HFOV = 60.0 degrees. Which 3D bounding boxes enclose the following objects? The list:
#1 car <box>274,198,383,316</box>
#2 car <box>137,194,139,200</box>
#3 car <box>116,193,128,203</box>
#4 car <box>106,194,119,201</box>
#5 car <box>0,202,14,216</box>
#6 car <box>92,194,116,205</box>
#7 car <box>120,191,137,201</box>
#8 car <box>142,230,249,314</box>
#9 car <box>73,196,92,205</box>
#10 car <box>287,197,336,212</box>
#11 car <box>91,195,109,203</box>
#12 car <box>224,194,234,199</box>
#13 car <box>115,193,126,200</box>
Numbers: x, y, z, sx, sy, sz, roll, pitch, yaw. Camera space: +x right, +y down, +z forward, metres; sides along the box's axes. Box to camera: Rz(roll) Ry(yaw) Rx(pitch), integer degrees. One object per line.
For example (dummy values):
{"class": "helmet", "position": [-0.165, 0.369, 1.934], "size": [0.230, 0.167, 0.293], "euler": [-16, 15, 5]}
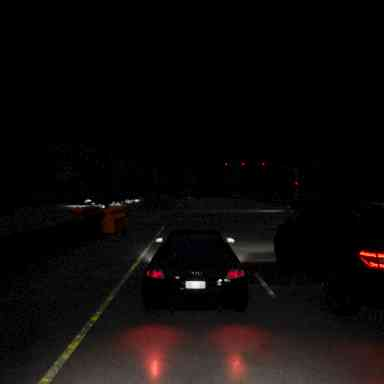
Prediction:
{"class": "car", "position": [3.591, 1.221, 7.652], "size": [2.150, 2.045, 5.566], "euler": [0, 0, -2]}
{"class": "car", "position": [-14.493, 1.295, 84.000], "size": [1.895, 1.301, 4.718], "euler": [0, 0, -3]}
{"class": "car", "position": [-14.344, 1.388, 64.273], "size": [1.895, 1.301, 4.718], "euler": [0, 0, 0]}
{"class": "car", "position": [-17.865, 1.241, 74.646], "size": [1.837, 1.490, 4.892], "euler": [0, 0, 0]}
{"class": "car", "position": [-18.455, 1.504, 30.099], "size": [1.994, 1.385, 4.181], "euler": [0, 0, 38]}
{"class": "car", "position": [-14.336, 1.396, 54.167], "size": [1.994, 1.385, 4.181], "euler": [0, 0, 0]}
{"class": "car", "position": [-14.362, 0.969, 74.035], "size": [2.150, 2.045, 5.566], "euler": [0, 0, 0]}
{"class": "car", "position": [0.069, 1.563, 7.723], "size": [1.994, 1.385, 4.181], "euler": [0, 0, 0]}
{"class": "car", "position": [-17.841, 1.378, 54.539], "size": [2.033, 1.411, 5.357], "euler": [0, 0, 0]}
{"class": "car", "position": [13.556, 1.402, 37.931], "size": [4.902, 1.511, 2.128], "euler": [0, 0, -1]}
{"class": "car", "position": [-17.833, 1.332, 64.967], "size": [2.033, 1.411, 5.357], "euler": [0, 0, 0]}
{"class": "car", "position": [9.763, 1.182, 87.793], "size": [1.837, 1.490, 4.892], "euler": [0, 0, -7]}
{"class": "car", "position": [-17.981, 1.056, 83.614], "size": [2.097, 1.767, 4.553], "euler": [0, 0, -3]}
